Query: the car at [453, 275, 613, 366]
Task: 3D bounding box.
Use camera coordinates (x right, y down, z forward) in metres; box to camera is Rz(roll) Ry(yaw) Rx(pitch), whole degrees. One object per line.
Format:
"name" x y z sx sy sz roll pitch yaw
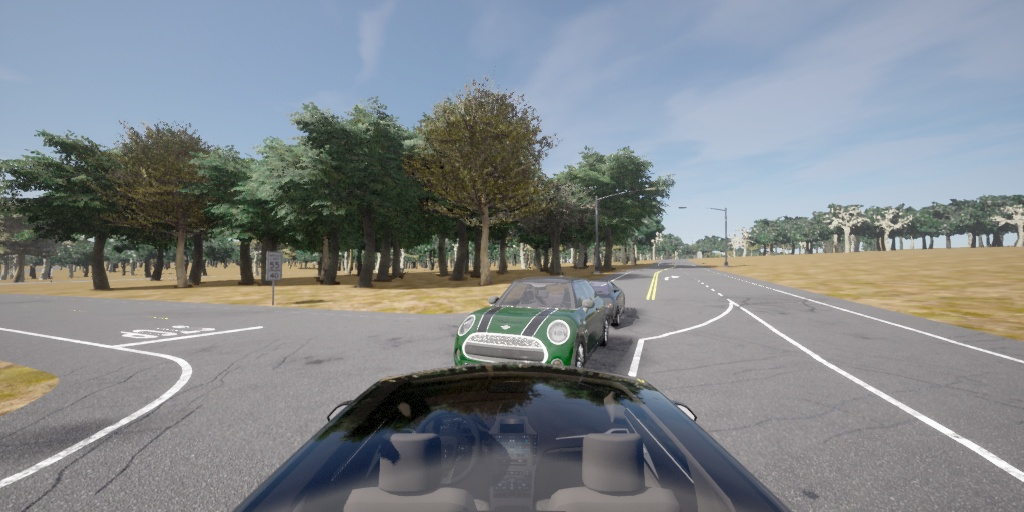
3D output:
"car" 0.685 1.222 7.448 2.097 1.767 4.553 -1 -2 22

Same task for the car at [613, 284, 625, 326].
"car" 2.912 1.555 12.880 1.994 1.385 4.181 -2 0 22
